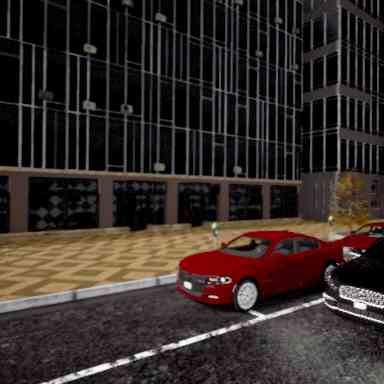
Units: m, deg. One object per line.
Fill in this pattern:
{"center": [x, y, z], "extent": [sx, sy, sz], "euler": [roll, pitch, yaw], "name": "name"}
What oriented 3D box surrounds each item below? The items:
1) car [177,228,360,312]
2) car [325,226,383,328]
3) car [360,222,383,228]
{"center": [1.757, 1.597, 7.805], "extent": [4.507, 1.381, 1.887], "euler": [1, 0, -35], "name": "car"}
{"center": [4.641, 1.572, 6.681], "extent": [4.892, 1.490, 1.837], "euler": [1, 0, -35], "name": "car"}
{"center": [6.395, 1.684, 11.107], "extent": [4.206, 1.307, 1.802], "euler": [1, 0, -35], "name": "car"}
